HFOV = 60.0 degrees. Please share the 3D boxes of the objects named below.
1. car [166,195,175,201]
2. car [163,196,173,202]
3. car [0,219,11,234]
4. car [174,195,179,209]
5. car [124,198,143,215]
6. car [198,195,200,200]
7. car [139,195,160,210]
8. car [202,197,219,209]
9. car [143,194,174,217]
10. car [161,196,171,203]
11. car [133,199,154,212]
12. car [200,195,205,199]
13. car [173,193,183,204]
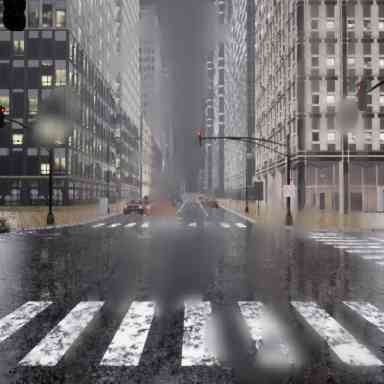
[{"bbox_3d":[-5.693,1.587,89.544,2.008,1.369,4.403,1,0,0],"label":"car"},{"bbox_3d":[-5.691,1.582,78.393,2.008,1.369,4.403,1,0,0],"label":"car"},{"bbox_3d":[-11.445,1.563,15.366,5.357,1.411,2.033,0,-1,-3],"label":"car"},{"bbox_3d":[-3.105,1.519,45.880,1.837,1.490,4.892,0,1,0],"label":"car"},{"bbox_3d":[-5.680,1.453,33.792,1.967,1.590,4.097,1,0,0],"label":"car"},{"bbox_3d":[2.692,1.590,61.739,1.947,1.339,4.313,1,0,0],"label":"car"},{"bbox_3d":[-5.680,1.332,44.943,2.192,1.841,5.009,1,0,0],"label":"car"},{"bbox_3d":[2.694,1.599,45.006,1.802,1.307,4.206,1,0,0],"label":"car"},{"bbox_3d":[-3.105,1.363,31.691,2.097,1.767,4.553,0,0,0],"label":"car"},{"bbox_3d":[-5.690,1.573,72.818,1.887,1.381,4.507,1,0,0],"label":"car"},{"bbox_3d":[-5.685,1.597,39.367,1.802,1.307,4.206,1,0,0],"label":"car"},{"bbox_3d":[2.694,1.547,56.332,1.752,1.417,4.829,1,0,0],"label":"car"},{"bbox_3d":[-3.013,1.243,64.790,2.150,2.045,5.566,0,0,0],"label":"car"}]
